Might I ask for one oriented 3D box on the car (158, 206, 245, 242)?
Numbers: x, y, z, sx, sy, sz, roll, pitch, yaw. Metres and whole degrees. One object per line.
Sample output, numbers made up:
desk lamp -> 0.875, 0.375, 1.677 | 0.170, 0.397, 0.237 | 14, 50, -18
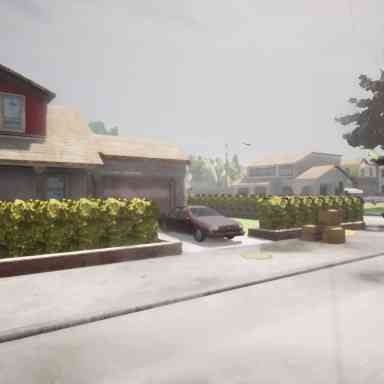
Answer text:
car -> 0.086, 1.356, 15.477 | 2.033, 1.415, 5.357 | 0, 0, -33
